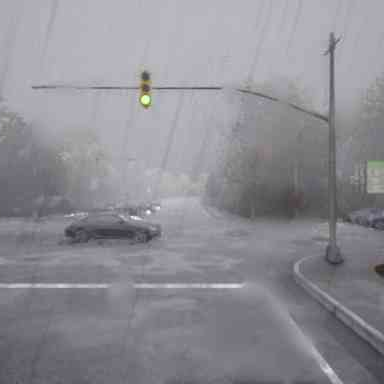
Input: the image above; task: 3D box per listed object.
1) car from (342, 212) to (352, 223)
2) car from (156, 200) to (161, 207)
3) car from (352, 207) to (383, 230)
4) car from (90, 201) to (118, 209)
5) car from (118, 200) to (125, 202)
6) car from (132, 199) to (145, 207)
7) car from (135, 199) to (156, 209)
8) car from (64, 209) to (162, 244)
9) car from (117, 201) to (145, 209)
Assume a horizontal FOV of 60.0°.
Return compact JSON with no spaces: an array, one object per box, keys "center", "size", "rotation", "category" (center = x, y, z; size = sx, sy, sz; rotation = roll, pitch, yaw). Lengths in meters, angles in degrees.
[{"center":[14.003,1.833,25.832],"size":[4.181,1.385,1.994],"rotation":[0,-1,3],"category":"car"},{"center":[-7.061,2.235,64.468],"size":[1.994,1.385,4.181],"rotation":[0,0,0],"category":"car"},{"center":[13.706,1.760,22.338],"size":[4.674,1.442,1.812],"rotation":[0,-1,3],"category":"car"},{"center":[-10.630,1.960,39.335],"size":[2.033,1.411,5.357],"rotation":[0,-1,0],"category":"car"},{"center":[-10.626,2.011,49.893],"size":[2.128,1.511,4.902],"rotation":[0,0,0],"category":"car"},{"center":[-10.548,2.194,65.996],"size":[1.837,1.490,4.892],"rotation":[0,-1,0],"category":"car"},{"center":[-7.126,1.877,49.990],"size":[2.097,1.767,4.553],"rotation":[0,-1,0],"category":"car"},{"center":[-3.786,1.698,16.209],"size":[4.674,1.442,1.812],"rotation":[0,-1,3],"category":"car"},{"center":[-7.128,2.011,39.163],"size":[1.895,1.301,4.718],"rotation":[0,-1,0],"category":"car"}]
